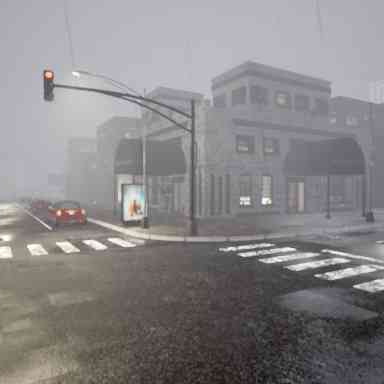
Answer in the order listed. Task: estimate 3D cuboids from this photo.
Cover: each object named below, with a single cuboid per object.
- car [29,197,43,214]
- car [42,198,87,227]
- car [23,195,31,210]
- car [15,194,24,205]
[{"bbox_3d":[-13.881,1.351,31.212,1.802,1.307,4.206,-1,1,-30],"label":"car"},{"bbox_3d":[-8.116,1.267,21.383,1.967,1.590,4.097,-1,1,-30],"label":"car"},{"bbox_3d":[-16.764,1.291,36.125,2.008,1.369,4.403,-1,1,-30],"label":"car"},{"bbox_3d":[-25.412,1.211,50.865,2.008,1.369,4.403,-1,1,-30],"label":"car"}]
